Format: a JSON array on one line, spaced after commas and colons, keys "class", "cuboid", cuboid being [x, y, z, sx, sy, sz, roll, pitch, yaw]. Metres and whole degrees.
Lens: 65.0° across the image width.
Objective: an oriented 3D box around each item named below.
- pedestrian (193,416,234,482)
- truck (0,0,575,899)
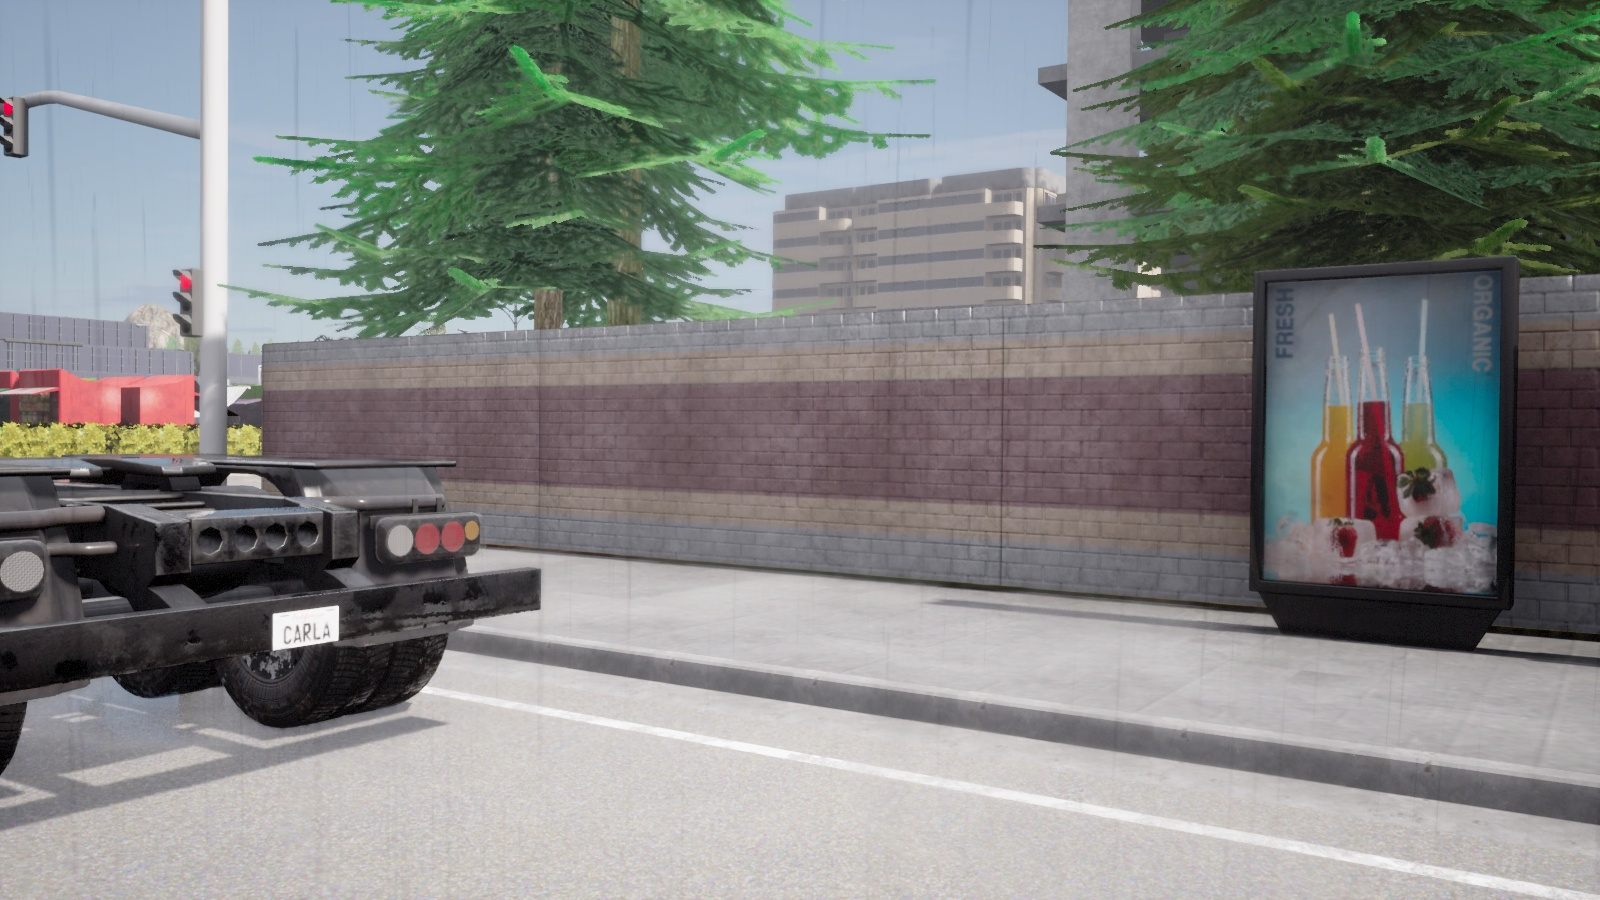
[{"class": "pedestrian", "cuboid": [-17.689, -0.027, 37.860, 0.659, 1.952, 0.873, 0, 1, 33]}, {"class": "truck", "cuboid": [-5.216, -0.300, 7.067, 7.936, 3.462, 2.891, 0, 1, 34]}]
